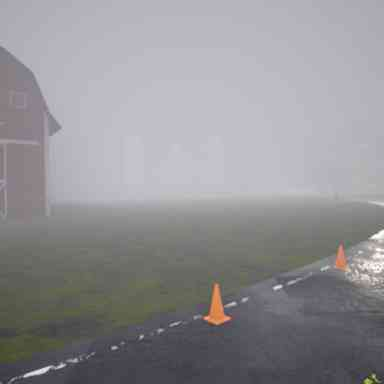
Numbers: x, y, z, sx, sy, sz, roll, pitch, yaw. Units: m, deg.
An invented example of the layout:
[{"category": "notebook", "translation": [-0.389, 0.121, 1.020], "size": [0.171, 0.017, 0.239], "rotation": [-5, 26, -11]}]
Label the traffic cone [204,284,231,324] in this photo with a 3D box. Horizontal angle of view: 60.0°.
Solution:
[{"category": "traffic cone", "translation": [0.423, 1.860, 5.630], "size": [0.340, 0.580, 0.340], "rotation": [-2, 1, -40]}]

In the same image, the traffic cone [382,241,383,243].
[{"category": "traffic cone", "translation": [7.288, 1.592, 12.377], "size": [0.340, 0.580, 0.340], "rotation": [0, 1, 41]}]

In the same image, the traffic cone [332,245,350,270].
[{"category": "traffic cone", "translation": [3.980, 1.724, 8.877], "size": [0.340, 0.580, 0.340], "rotation": [-2, 1, -44]}]
